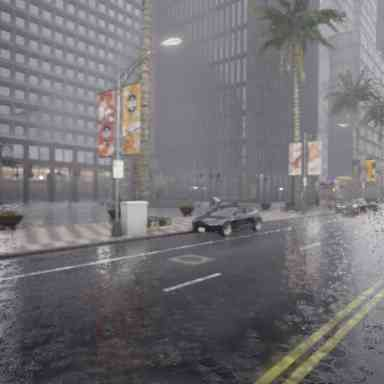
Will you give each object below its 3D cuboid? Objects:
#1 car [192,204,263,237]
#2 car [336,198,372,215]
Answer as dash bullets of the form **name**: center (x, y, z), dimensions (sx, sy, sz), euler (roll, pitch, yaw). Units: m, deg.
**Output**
- **car**: center (2.026, 1.427, 17.877), dimensions (2.161, 1.482, 4.786), euler (1, 0, 41)
- **car**: center (16.522, 1.365, 34.335), dimensions (2.185, 1.767, 4.553), euler (1, 0, 41)
